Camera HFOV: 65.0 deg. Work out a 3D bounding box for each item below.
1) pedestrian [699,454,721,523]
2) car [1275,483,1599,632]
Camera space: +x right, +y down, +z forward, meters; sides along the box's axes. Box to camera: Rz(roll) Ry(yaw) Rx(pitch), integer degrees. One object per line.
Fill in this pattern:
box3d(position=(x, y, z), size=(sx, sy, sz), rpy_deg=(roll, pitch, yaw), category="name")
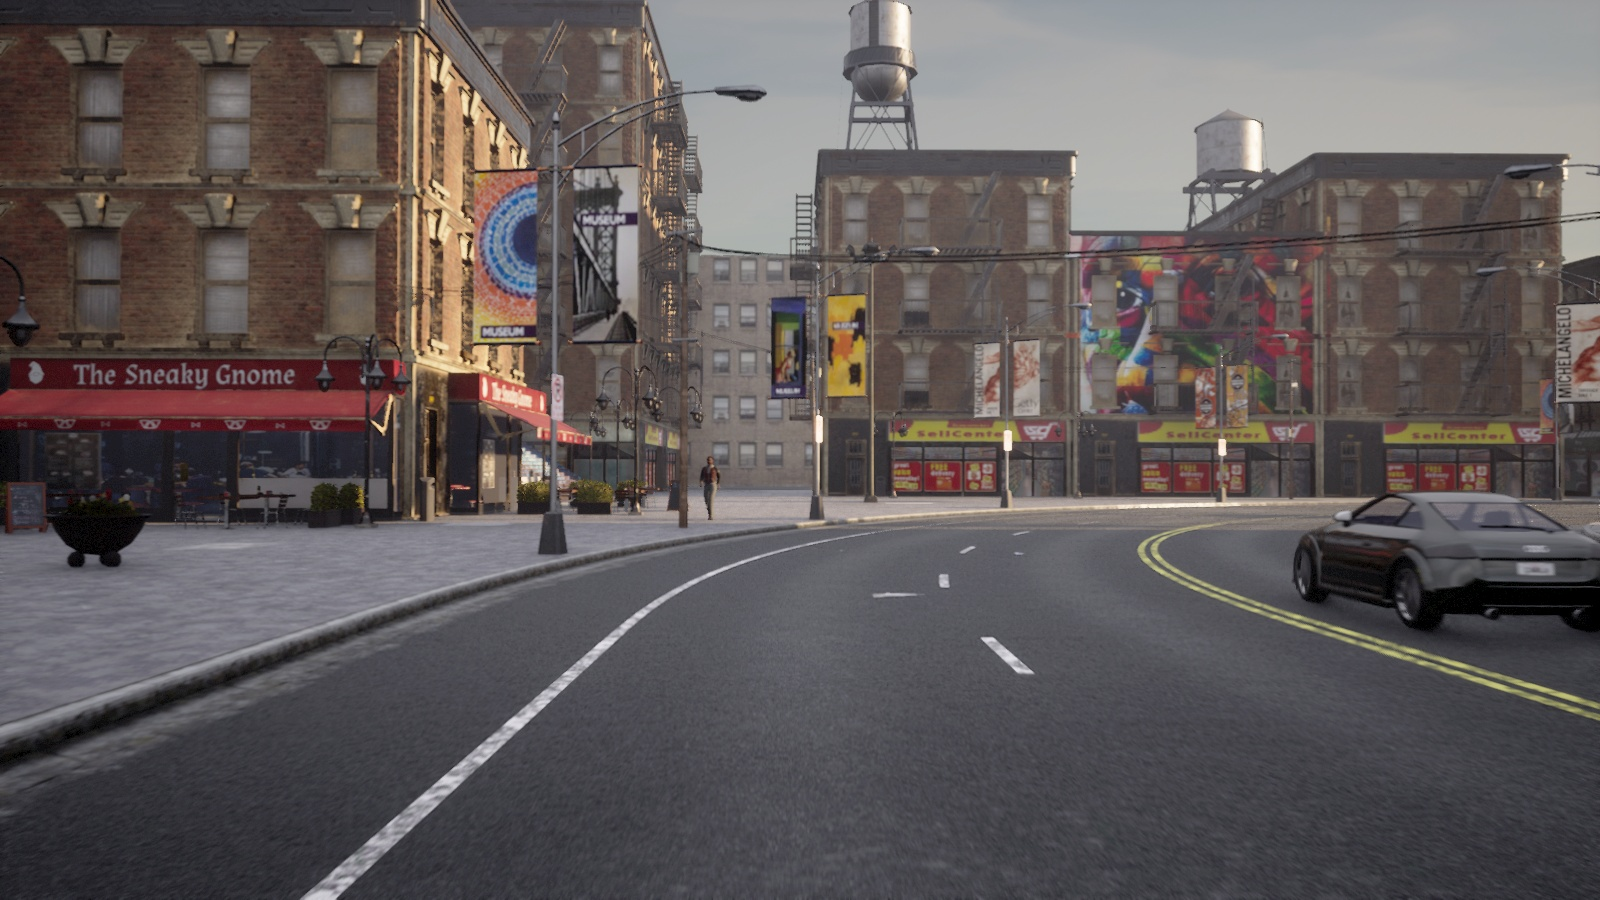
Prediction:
box3d(position=(-2.542, 1.074, 35.342), size=(0.402, 1.930, 0.666), rpy_deg=(-1, -1, 17), category="pedestrian")
box3d(position=(7.094, 1.087, 14.156), size=(1.994, 1.385, 4.181), rpy_deg=(0, -1, 2), category="car")
